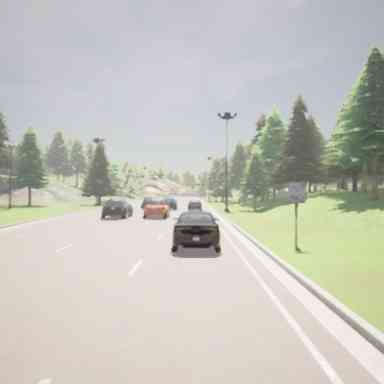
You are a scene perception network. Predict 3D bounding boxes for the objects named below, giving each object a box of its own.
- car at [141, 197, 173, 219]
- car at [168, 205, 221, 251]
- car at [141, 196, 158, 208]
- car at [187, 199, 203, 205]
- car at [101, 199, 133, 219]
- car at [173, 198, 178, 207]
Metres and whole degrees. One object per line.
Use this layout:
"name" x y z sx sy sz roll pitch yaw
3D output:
"car" -3.245 1.497 31.294 2.097 1.767 4.553 0 0 1
"car" 0.177 1.560 14.541 1.882 1.535 5.008 1 0 0
"car" -6.576 1.583 52.130 2.097 1.767 4.553 0 0 0
"car" 0.377 1.746 45.142 2.128 1.511 4.902 0 0 0
"car" -6.717 1.462 30.399 2.097 1.767 4.553 0 0 0
"car" -3.141 1.586 47.169 2.097 1.767 4.553 0 0 1
